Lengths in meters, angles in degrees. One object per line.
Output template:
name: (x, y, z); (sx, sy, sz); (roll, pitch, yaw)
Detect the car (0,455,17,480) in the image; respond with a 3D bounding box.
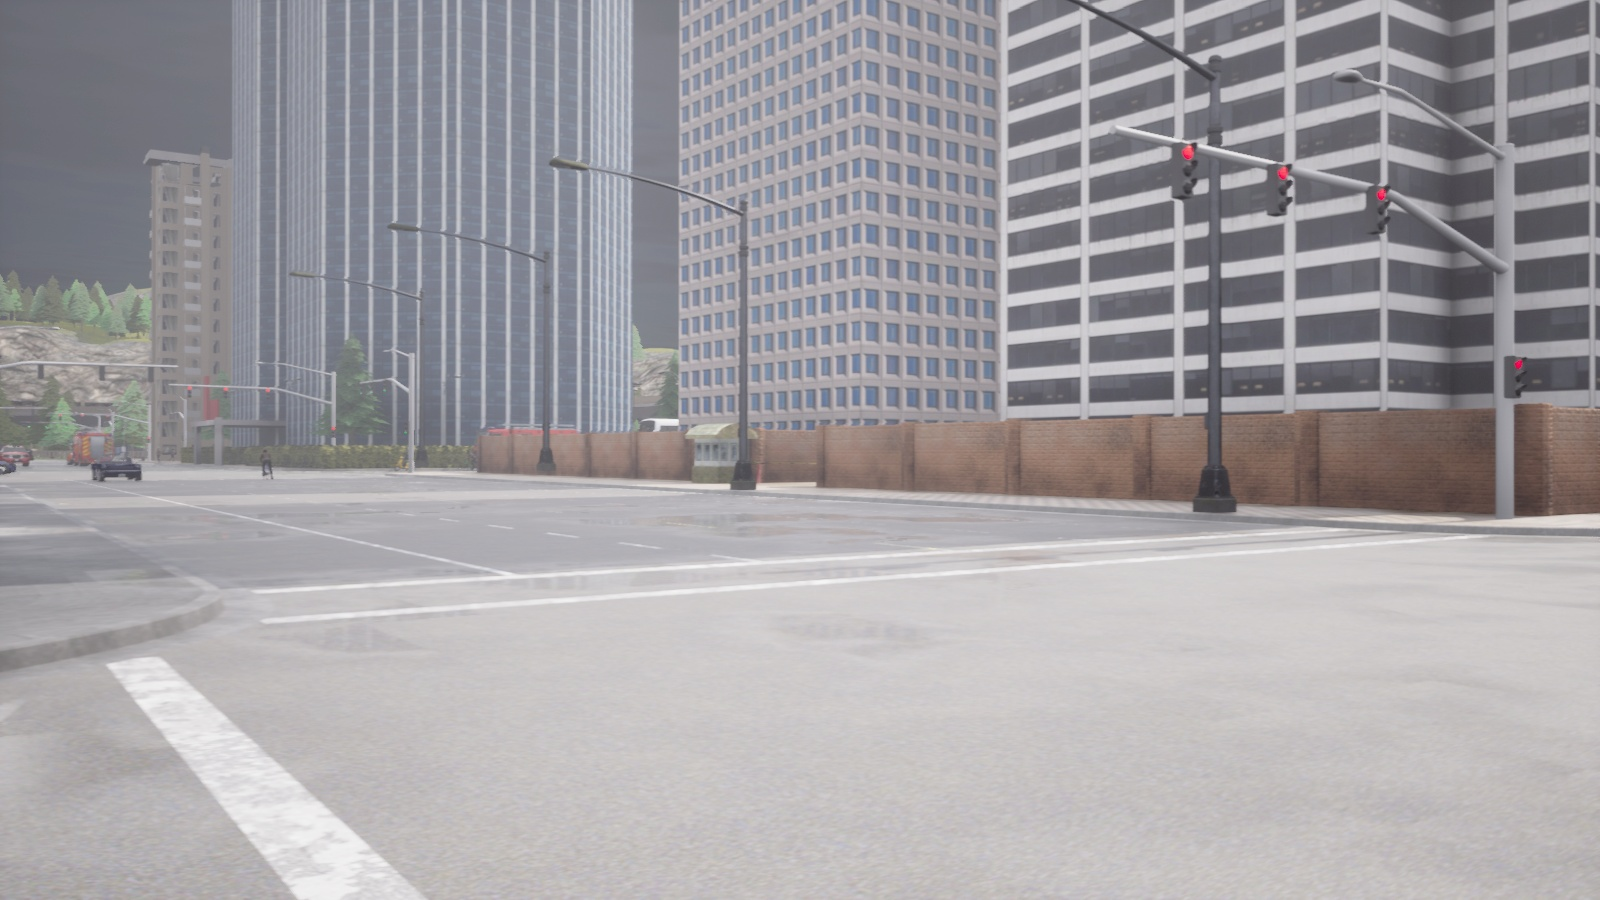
car: (-49.890, 1.035, 75.420); (4.792, 1.488, 2.163); (0, 0, -35)

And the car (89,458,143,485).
car: (-34.576, 1.072, 63.391); (1.895, 1.301, 4.718); (0, 0, -35)
